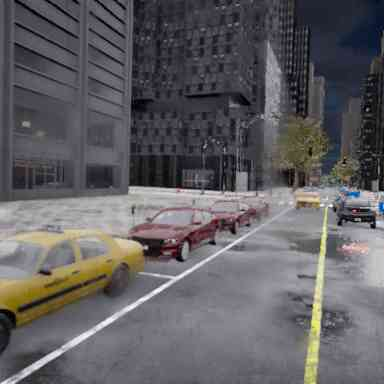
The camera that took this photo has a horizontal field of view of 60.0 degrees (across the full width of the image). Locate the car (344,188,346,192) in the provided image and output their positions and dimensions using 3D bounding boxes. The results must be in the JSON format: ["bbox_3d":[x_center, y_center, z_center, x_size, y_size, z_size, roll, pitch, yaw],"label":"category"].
[{"bbox_3d":[30.358,0.375,62.943,1.947,1.339,4.313,3,2,22],"label":"car"}]

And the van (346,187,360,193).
[{"bbox_3d":[28.304,0.251,57.931,1.690,1.788,3.998,3,2,22],"label":"van"}]

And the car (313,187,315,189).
[{"bbox_3d":[24.413,-0.290,70.850,2.192,1.841,5.009,3,2,22],"label":"car"}]

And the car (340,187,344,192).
[{"bbox_3d":[36.543,0.063,77.956,2.008,1.369,4.403,2,2,22],"label":"car"}]

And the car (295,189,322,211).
[{"bbox_3d":[10.605,0.781,30.107,1.882,1.535,5.008,2,2,22],"label":"car"}]

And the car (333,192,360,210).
[{"bbox_3d":[13.167,0.992,28.439,1.994,1.385,4.181,2,2,23],"label":"car"}]

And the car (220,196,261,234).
[{"bbox_3d":[1.737,1.062,15.870,1.887,1.381,4.507,3,2,22],"label":"car"}]

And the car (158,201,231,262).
[{"bbox_3d":[-0.366,1.169,10.761,1.887,1.381,4.507,3,2,22],"label":"car"}]

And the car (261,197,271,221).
[{"bbox_3d":[3.840,0.955,20.978,1.887,1.381,4.507,3,2,22],"label":"car"}]

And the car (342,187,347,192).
[{"bbox_3d":[32.420,0.254,67.947,1.887,1.381,4.507,3,2,22],"label":"car"}]

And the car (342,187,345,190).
[{"bbox_3d":[34.481,0.192,72.953,1.802,1.307,4.206,2,2,22],"label":"car"}]

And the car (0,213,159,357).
[{"bbox_3d":[-2.533,1.261,5.495,1.752,1.417,4.829,3,2,22],"label":"car"}]

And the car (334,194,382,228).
[{"bbox_3d":[9.412,1.126,19.200,1.837,1.490,4.892,2,2,23],"label":"car"}]

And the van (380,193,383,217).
[{"bbox_3d":[13.851,0.968,22.811,1.690,1.788,3.998,3,2,22],"label":"van"}]

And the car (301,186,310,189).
[{"bbox_3d":[18.293,0.217,56.031,1.752,1.417,4.829,3,2,22],"label":"car"}]

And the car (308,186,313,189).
[{"bbox_3d":[22.392,0.037,65.968,1.887,1.381,4.507,3,2,22],"label":"car"}]
